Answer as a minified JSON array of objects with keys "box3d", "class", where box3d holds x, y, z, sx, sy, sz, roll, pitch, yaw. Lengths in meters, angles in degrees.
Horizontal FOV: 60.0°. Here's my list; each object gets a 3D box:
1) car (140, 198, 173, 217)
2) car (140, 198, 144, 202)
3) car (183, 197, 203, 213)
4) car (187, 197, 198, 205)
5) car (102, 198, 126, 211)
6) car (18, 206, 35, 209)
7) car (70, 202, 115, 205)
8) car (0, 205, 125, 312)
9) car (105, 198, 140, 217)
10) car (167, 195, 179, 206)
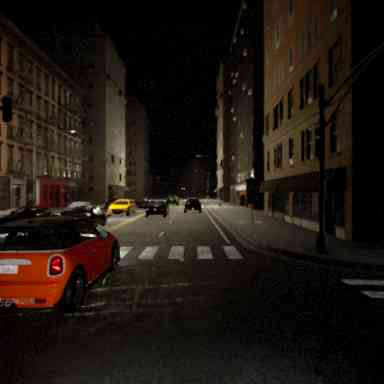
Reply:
[{"box3d":[-3.156,1.538,30.879,2.033,1.411,5.357,0,0,0],"class":"car"},{"box3d":[-6.580,1.537,42.817,2.033,1.411,5.357,0,0,0],"class":"car"},{"box3d":[0.094,1.486,37.266,1.837,1.490,4.892,0,0,0],"class":"car"},{"box3d":[0.063,1.571,59.231,1.895,1.301,4.718,0,0,0],"class":"car"},{"box3d":[-9.840,1.501,42.318,1.837,1.490,4.892,0,0,-1],"class":"car"},{"box3d":[-9.851,1.572,20.221,1.994,1.385,4.181,0,0,0],"class":"car"},{"box3d":[-6.598,1.550,20.620,2.033,1.411,5.357,0,0,0],"class":"car"},{"box3d":[-3.153,1.353,7.862,2.097,1.767,4.553,0,0,0],"class":"car"},{"box3d":[-6.594,1.474,31.840,1.882,1.535,5.008,0,0,0],"class":"car"},{"box3d":[-3.212,1.330,55.135,2.097,1.767,4.553,0,0,1],"class":"car"}]
